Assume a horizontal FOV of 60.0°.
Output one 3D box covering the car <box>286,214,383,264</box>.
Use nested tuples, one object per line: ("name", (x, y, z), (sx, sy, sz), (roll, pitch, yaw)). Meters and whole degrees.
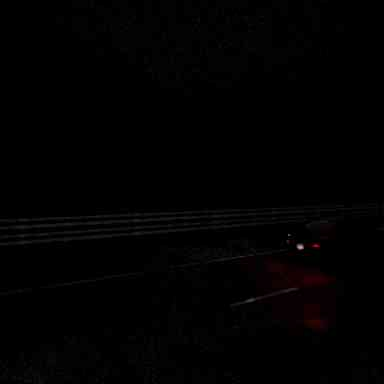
("car", (5.288, 1.519, 11.811), (4.674, 1.442, 1.812), (0, 1, -36))
